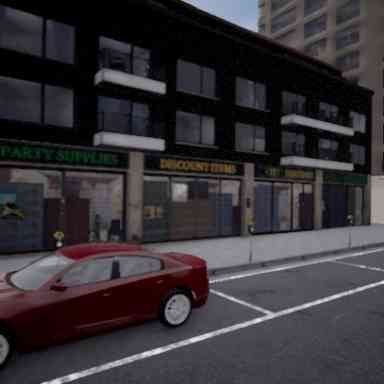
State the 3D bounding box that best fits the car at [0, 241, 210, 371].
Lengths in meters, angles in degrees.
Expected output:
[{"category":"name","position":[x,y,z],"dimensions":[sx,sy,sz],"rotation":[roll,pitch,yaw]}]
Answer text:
[{"category":"car","position":[-1.765,1.562,5.497],"dimensions":[4.507,1.381,1.887],"rotation":[1,0,-35]}]
